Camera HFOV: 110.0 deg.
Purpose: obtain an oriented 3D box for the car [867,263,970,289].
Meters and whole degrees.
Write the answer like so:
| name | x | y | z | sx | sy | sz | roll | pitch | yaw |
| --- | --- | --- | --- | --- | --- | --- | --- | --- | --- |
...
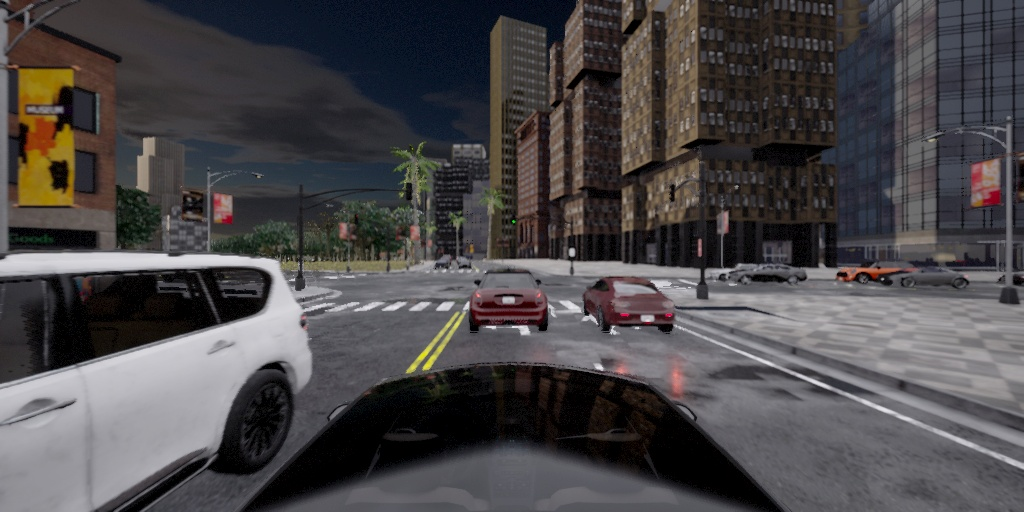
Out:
| name | x | y | z | sx | sy | sz | roll | pitch | yaw |
| --- | --- | --- | --- | --- | --- | --- | --- | --- | --- |
| car | 26.767 | 1.363 | 23.553 | 4.181 | 1.385 | 1.994 | 0 | 0 | 14 |

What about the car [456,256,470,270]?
| name | x | y | z | sx | sy | sz | roll | pitch | yaw |
| --- | --- | --- | --- | --- | --- | --- | --- | --- | --- |
| car | -6.848 | 1.179 | 52.293 | 1.837 | 1.490 | 4.892 | 0 | 0 | -8 |

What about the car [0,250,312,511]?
| name | x | y | z | sx | sy | sz | roll | pitch | yaw |
| --- | --- | --- | --- | --- | --- | --- | --- | --- | --- |
| car | -3.372 | 0.973 | 1.873 | 2.150 | 2.045 | 5.566 | 0 | 0 | 0 |

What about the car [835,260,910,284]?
| name | x | y | z | sx | sy | sz | roll | pitch | yaw |
| --- | --- | --- | --- | --- | --- | --- | --- | --- | --- |
| car | 27.211 | 1.154 | 26.787 | 4.553 | 1.767 | 2.097 | 0 | 0 | 14 |

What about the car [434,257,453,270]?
| name | x | y | z | sx | sy | sz | roll | pitch | yaw |
| --- | --- | --- | --- | --- | --- | --- | --- | --- | --- |
| car | -10.093 | 1.219 | 52.234 | 2.033 | 1.411 | 5.357 | 0 | 0 | -4 |

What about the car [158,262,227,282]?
| name | x | y | z | sx | sy | sz | roll | pitch | yaw |
| --- | --- | --- | --- | --- | --- | --- | --- | --- | --- |
| car | -26.325 | 1.303 | 29.573 | 4.892 | 1.490 | 1.837 | 0 | 0 | 14 |

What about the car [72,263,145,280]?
| name | x | y | z | sx | sy | sz | roll | pitch | yaw |
| --- | --- | --- | --- | --- | --- | --- | --- | --- | --- |
| car | -35.899 | 1.338 | 31.922 | 5.357 | 1.411 | 2.033 | 0 | 0 | 14 |

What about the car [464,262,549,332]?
| name | x | y | z | sx | sy | sz | roll | pitch | yaw |
| --- | --- | --- | --- | --- | --- | --- | --- | --- | --- |
| car | -0.127 | 1.149 | 11.198 | 2.097 | 1.767 | 4.553 | 0 | 0 | -1 |

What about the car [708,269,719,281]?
| name | x | y | z | sx | sy | sz | roll | pitch | yaw |
| --- | --- | --- | --- | --- | --- | --- | --- | --- | --- |
| car | 18.501 | 1.335 | 28.925 | 4.674 | 1.442 | 1.812 | 0 | 0 | 14 |

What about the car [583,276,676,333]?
| name | x | y | z | sx | sy | sz | roll | pitch | yaw |
| --- | --- | --- | --- | --- | --- | --- | --- | --- | --- |
| car | 3.312 | 1.319 | 10.798 | 1.812 | 1.442 | 4.674 | 0 | 0 | 2 |

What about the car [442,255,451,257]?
| name | x | y | z | sx | sy | sz | roll | pitch | yaw |
| --- | --- | --- | --- | --- | --- | --- | --- | --- | --- |
| car | -11.426 | 0.954 | 61.481 | 2.097 | 1.767 | 4.553 | 0 | 0 | -9 |

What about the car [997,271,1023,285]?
| name | x | y | z | sx | sy | sz | roll | pitch | yaw |
| --- | --- | --- | --- | --- | --- | --- | --- | --- | --- |
| car | 37.200 | 1.343 | 24.336 | 5.357 | 1.411 | 2.033 | 0 | 0 | 14 |

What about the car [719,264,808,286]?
| name | x | y | z | sx | sy | sz | roll | pitch | yaw |
| --- | --- | --- | --- | --- | --- | --- | --- | --- | --- |
| car | 18.103 | 1.299 | 25.675 | 4.902 | 1.511 | 2.128 | 0 | 0 | 14 |
